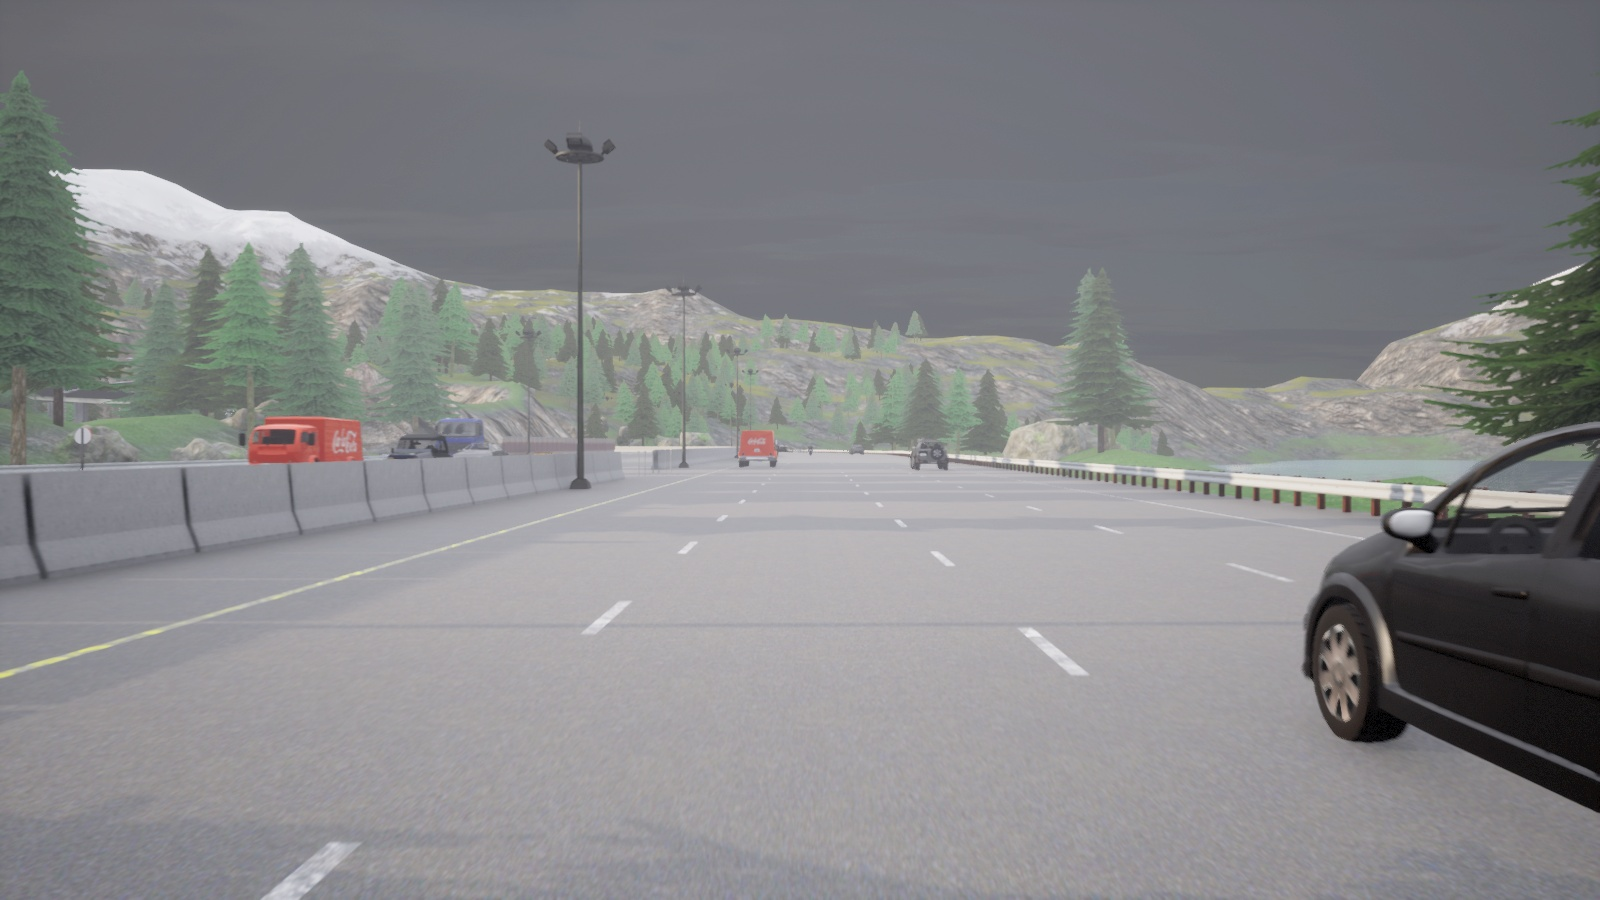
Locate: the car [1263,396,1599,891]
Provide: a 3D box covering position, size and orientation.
[{"bbox_3d":[3.546,0.626,5.132,1.851,1.617,3.988,0,0,0],"label":"car"}]

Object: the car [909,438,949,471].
[{"bbox_3d":[7.594,0.248,74.270,1.932,1.855,4.605,0,0,1],"label":"car"}]

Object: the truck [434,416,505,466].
[{"bbox_3d":[-23.759,-0.646,90.674,2.891,3.462,7.936,0,0,1],"label":"truck"}]

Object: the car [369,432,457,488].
[{"bbox_3d":[-13.666,0.340,44.532,1.905,1.878,3.866,0,0,1],"label":"car"}]

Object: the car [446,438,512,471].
[{"bbox_3d":[-16.974,0.223,66.600,2.152,1.651,5.027,0,0,0],"label":"car"}]

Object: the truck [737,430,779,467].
[{"bbox_3d":[-2.807,-0.113,85.705,2.627,2.467,5.204,0,0,1],"label":"truck"}]

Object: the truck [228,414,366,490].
[{"bbox_3d":[-17.175,0.066,43.226,2.627,2.467,5.204,0,0,1],"label":"truck"}]
